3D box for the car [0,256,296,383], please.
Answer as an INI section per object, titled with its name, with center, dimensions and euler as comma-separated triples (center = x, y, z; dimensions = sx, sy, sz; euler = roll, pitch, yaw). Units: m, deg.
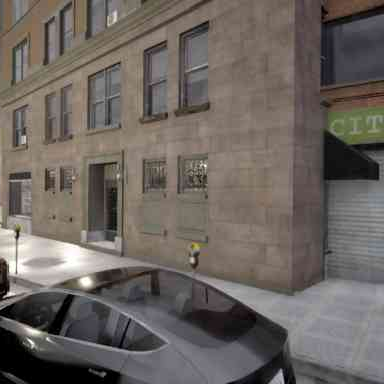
[car]
center = -1.036, 1.565, 3.812
dimensions = 4.313, 1.339, 1.947
euler = 0, 1, 35
